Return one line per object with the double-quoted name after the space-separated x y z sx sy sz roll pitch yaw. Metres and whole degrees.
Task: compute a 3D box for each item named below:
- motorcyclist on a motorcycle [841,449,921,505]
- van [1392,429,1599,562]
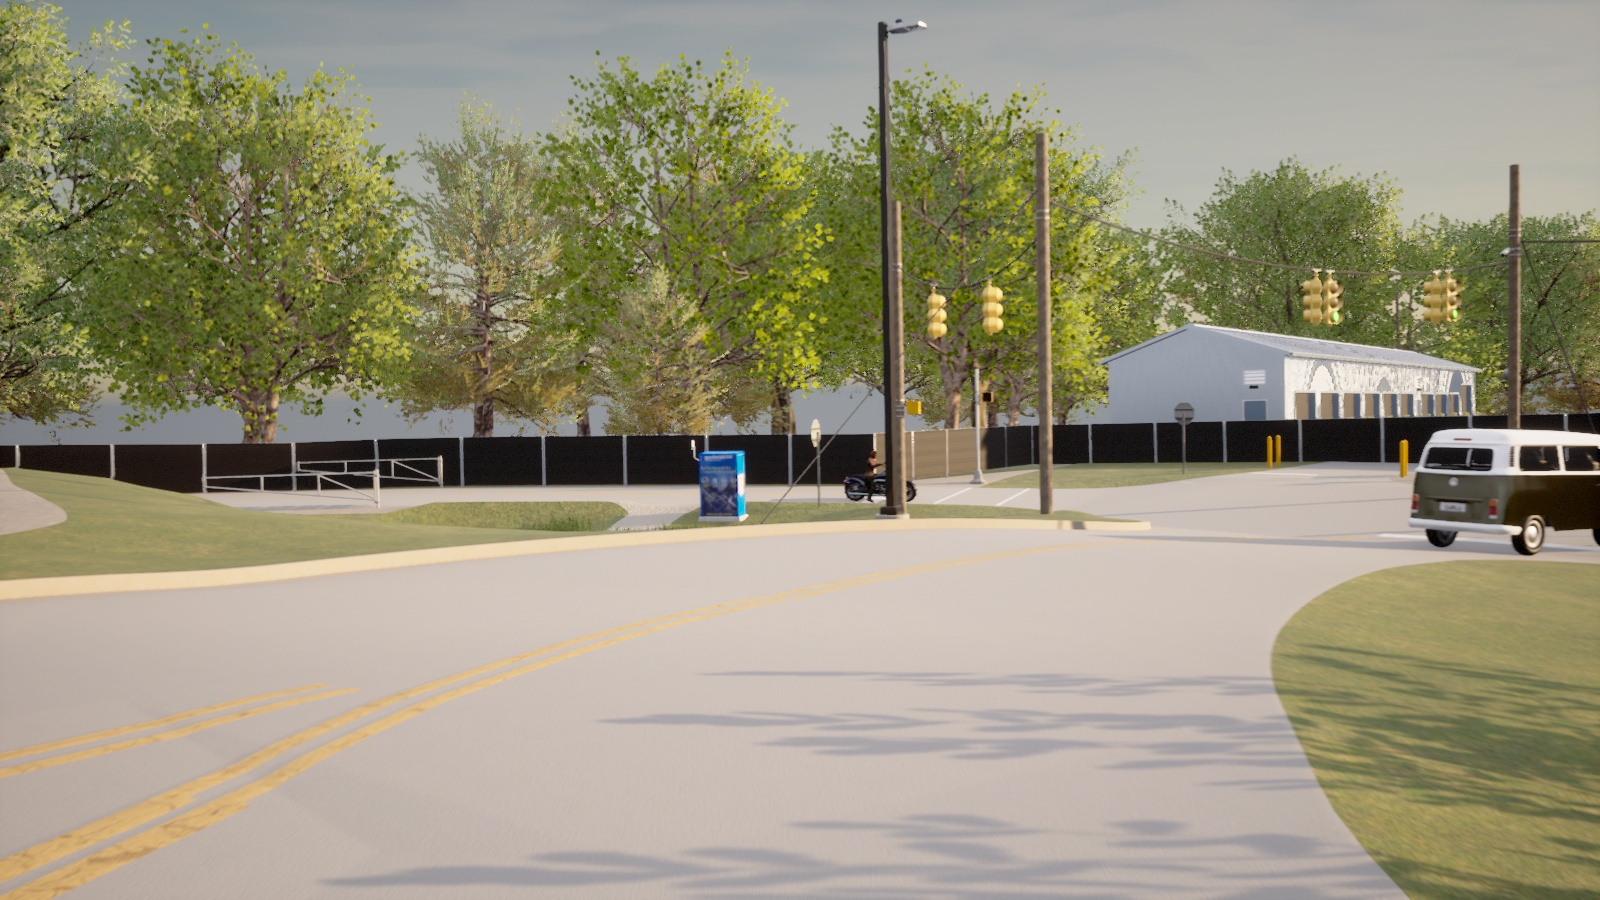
2.510 0.824 38.985 2.350 1.649 0.766 1 3 19 "motorcyclist on a motorcycle"
12.467 0.687 21.402 4.480 2.038 2.069 0 2 -30 "van"
